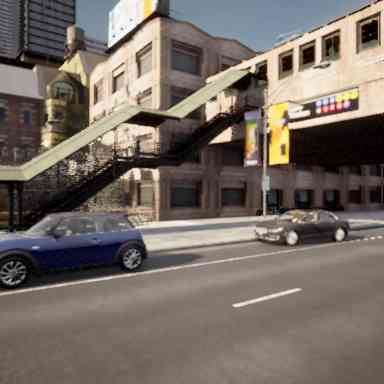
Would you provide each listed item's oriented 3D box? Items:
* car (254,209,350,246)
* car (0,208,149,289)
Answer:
[{"bbox_3d":[5.201,1.560,15.578,4.892,1.521,2.231,0,0,-26],"label":"car"},{"bbox_3d":[-3.587,1.369,9.344,4.553,1.767,2.185,0,0,-36],"label":"car"}]
